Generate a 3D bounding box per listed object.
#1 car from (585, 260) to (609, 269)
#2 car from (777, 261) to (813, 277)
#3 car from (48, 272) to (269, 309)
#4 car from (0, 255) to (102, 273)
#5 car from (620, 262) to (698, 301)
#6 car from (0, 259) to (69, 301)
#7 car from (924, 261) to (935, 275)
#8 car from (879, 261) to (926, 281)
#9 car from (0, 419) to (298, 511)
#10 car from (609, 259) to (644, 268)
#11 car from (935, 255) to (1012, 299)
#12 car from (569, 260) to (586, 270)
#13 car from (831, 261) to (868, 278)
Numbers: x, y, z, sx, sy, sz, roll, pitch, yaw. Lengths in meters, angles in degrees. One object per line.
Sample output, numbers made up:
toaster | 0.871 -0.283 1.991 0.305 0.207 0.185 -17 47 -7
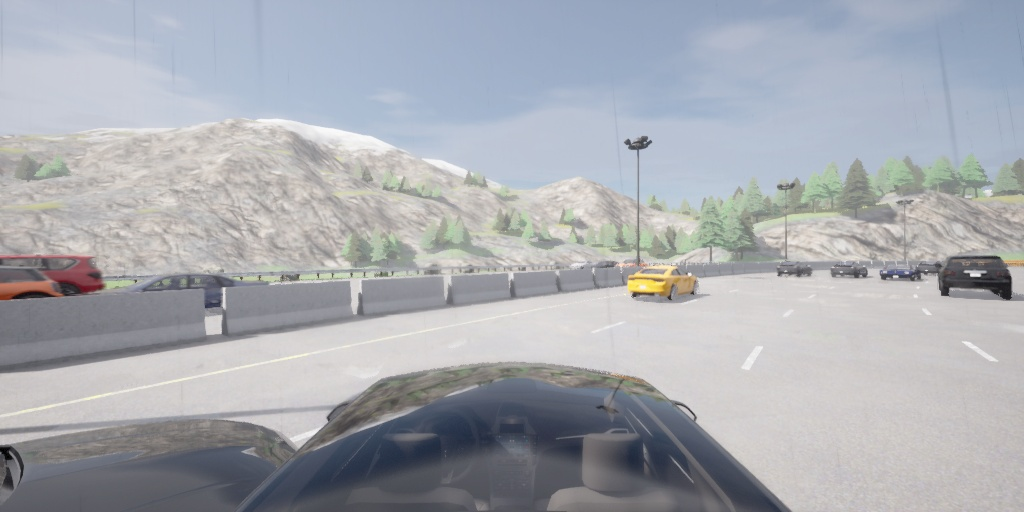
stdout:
car | 11.924 1.305 45.290 4.892 1.490 1.837 0 0 -38
car | 27.566 1.238 34.918 4.902 1.511 2.128 0 0 -36
car | -11.413 1.297 12.275 2.033 1.411 5.357 0 0 38
car | -19.362 0.971 13.394 2.150 2.045 5.566 0 0 37
car | 7.502 1.227 17.617 1.882 1.535 5.008 0 0 44
car | -16.966 1.102 10.702 2.097 1.767 4.553 0 0 37
car | 43.324 1.242 36.882 4.902 1.511 2.128 0 0 -31
car | 32.280 1.351 29.731 4.718 1.301 1.895 0 0 -35
car | -2.984 1.255 0.567 4.892 1.490 1.837 0 0 -45
car | 14.108 1.143 42.555 4.553 1.767 2.097 0 0 -38
car | 23.809 0.974 18.592 5.566 2.045 2.150 0 0 -41
car | 9.694 1.283 47.989 4.674 1.442 1.812 0 0 -38
car | 31.385 1.242 33.364 4.902 1.511 2.128 0 0 -35
